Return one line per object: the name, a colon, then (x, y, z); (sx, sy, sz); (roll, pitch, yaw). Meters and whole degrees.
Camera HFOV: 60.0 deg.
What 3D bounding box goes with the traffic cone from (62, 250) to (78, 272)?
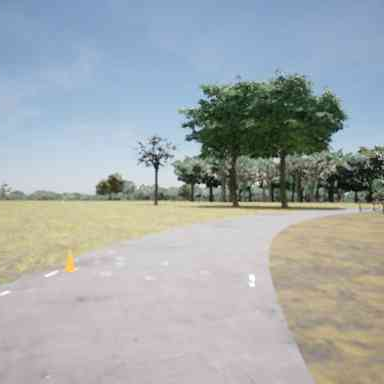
traffic cone: (-3.560, 1.993, 9.728); (0.340, 0.580, 0.340); (0, 0, 10)
